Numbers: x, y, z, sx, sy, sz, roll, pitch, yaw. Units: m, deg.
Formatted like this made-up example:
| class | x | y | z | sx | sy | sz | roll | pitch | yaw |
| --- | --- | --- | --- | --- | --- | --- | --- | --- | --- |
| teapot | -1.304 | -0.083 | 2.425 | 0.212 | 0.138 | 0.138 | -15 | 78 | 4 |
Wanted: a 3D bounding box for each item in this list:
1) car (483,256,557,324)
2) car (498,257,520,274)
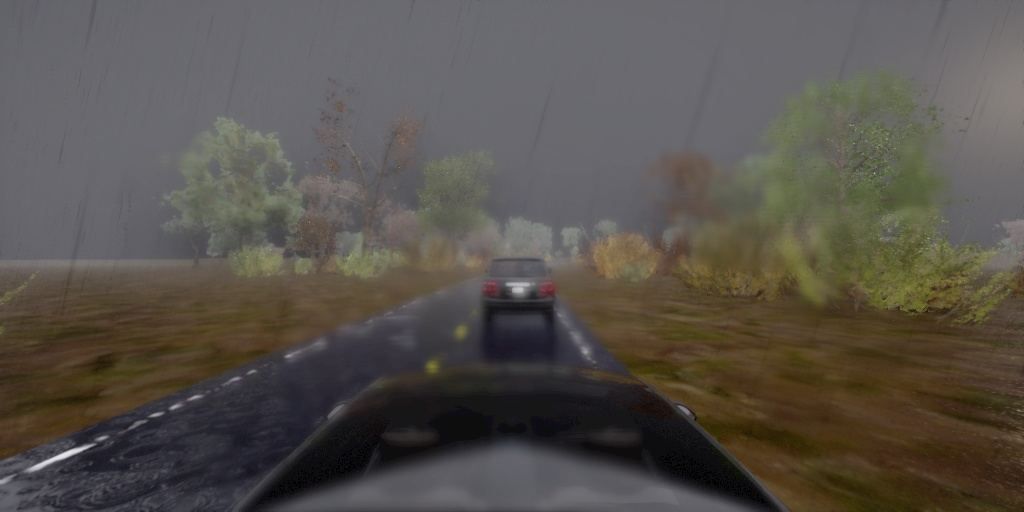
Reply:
| class | x | y | z | sx | sy | sz | roll | pitch | yaw |
| --- | --- | --- | --- | --- | --- | --- | --- | --- | --- |
| car | 0.295 | 1.027 | 12.324 | 2.150 | 2.045 | 5.566 | 0 | 0 | 2 |
| car | -0.356 | 1.200 | 46.234 | 2.150 | 2.045 | 5.566 | 0 | 0 | 7 |
